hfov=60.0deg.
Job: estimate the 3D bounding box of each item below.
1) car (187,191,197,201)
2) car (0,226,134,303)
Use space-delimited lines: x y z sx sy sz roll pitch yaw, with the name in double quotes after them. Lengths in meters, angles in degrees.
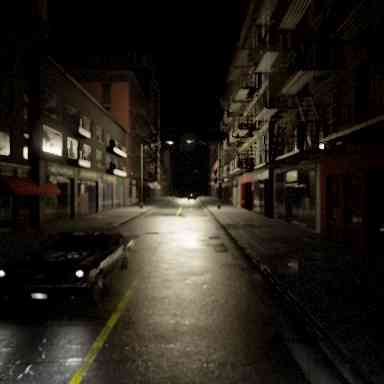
-0.015 1.124 70.885 2.128 1.511 4.902 0 0 0 "car"
-2.766 1.571 8.245 1.895 1.301 4.718 0 0 0 "car"
